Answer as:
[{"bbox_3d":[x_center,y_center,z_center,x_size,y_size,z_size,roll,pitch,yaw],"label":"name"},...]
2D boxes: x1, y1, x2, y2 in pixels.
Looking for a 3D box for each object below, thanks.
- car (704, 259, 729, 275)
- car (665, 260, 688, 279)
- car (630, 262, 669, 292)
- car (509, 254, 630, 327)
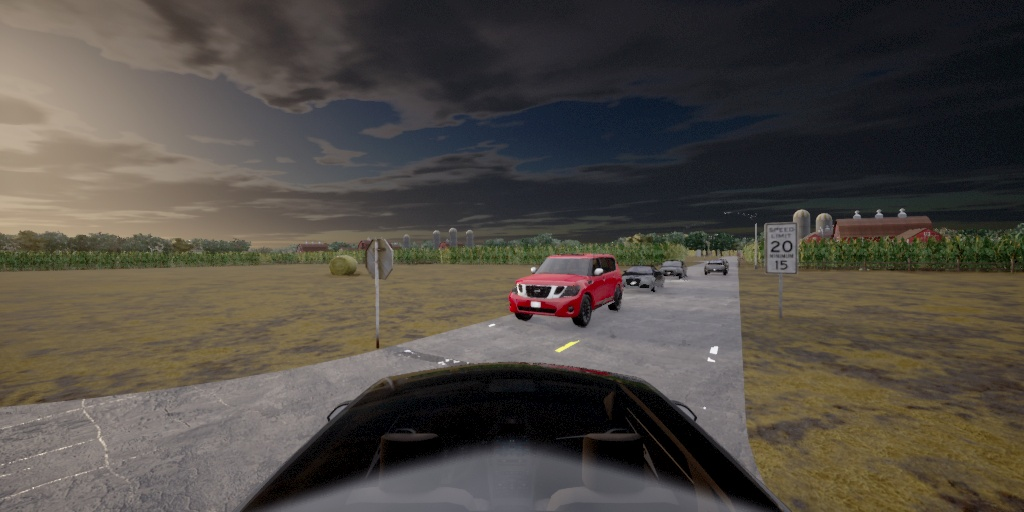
[{"bbox_3d":[20.324,1.082,35.626,2.128,1.511,4.902,0,0,33],"label":"car"},{"bbox_3d":[13.733,1.128,30.549,1.837,1.490,4.892,0,0,32],"label":"car"},{"bbox_3d":[7.434,1.237,20.542,1.994,1.385,4.181,0,0,32],"label":"car"},{"bbox_3d":[2.081,0.935,11.966,2.150,2.045,5.566,0,0,32],"label":"car"}]
